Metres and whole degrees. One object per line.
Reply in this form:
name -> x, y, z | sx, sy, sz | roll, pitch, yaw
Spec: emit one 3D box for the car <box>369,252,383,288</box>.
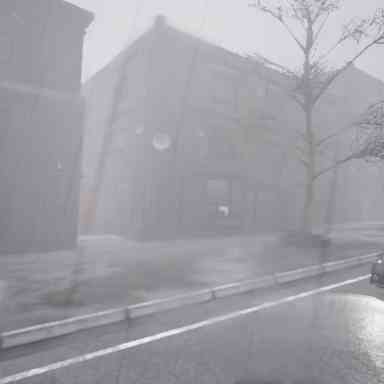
car -> 6.059, 1.582, 7.889 | 4.181, 1.385, 1.994 | 0, 0, -36
